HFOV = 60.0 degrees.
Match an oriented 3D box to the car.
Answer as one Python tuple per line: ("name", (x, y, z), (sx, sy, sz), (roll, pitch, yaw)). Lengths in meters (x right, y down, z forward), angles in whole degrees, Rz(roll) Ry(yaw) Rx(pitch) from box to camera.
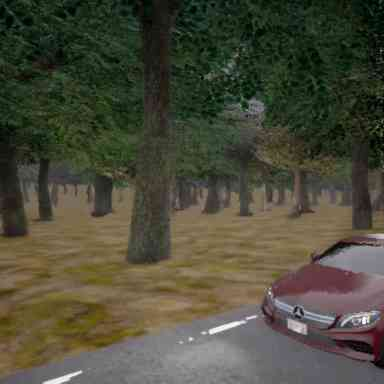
("car", (3.254, 1.507, 5.780), (4.674, 1.442, 1.812), (0, 0, -37))
